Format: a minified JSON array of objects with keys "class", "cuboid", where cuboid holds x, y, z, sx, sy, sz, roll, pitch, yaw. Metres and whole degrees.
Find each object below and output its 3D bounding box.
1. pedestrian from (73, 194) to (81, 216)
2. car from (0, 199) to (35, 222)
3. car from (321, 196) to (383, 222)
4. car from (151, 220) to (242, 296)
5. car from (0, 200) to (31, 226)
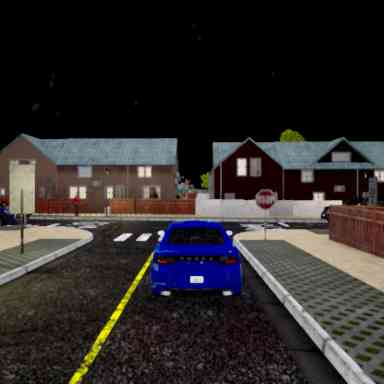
[{"class":"pedestrian","cuboid":[-9.398,1.033,27.014,0.375,1.860,0.375,0,0,1]},{"class":"car","cuboid":[-14.378,1.326,24.216,5.008,1.535,1.882,1,0,2]},{"class":"car","cuboid":[12.146,1.333,23.633,5.566,2.045,2.150,1,0,1]},{"class":"car","cuboid":[0.086,1.471,8.644,1.882,1.535,5.008,0,0,0]},{"class":"car","cuboid":[-12.957,1.221,21.147,4.553,1.767,2.097,1,0,3]}]
